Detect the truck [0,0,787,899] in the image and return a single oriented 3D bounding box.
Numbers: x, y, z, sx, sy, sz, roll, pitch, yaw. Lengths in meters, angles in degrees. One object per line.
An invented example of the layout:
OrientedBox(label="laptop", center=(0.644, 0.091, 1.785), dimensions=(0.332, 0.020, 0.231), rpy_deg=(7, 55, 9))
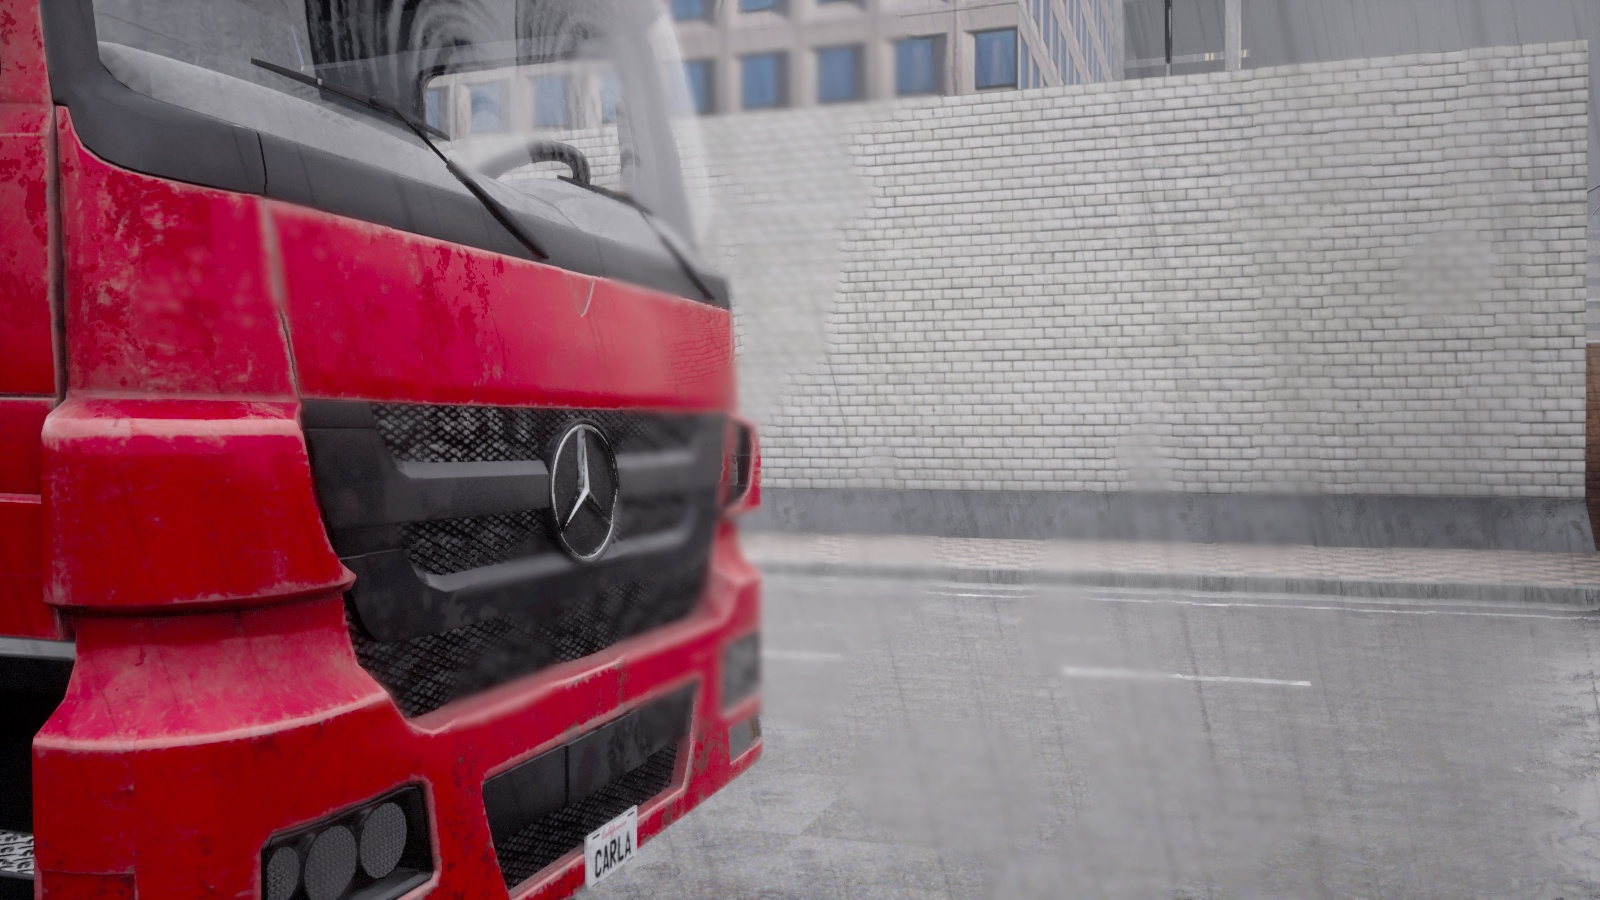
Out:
OrientedBox(label="truck", center=(-4.275, -0.245, 4.614), dimensions=(7.936, 3.462, 2.891), rpy_deg=(1, 1, 19))
